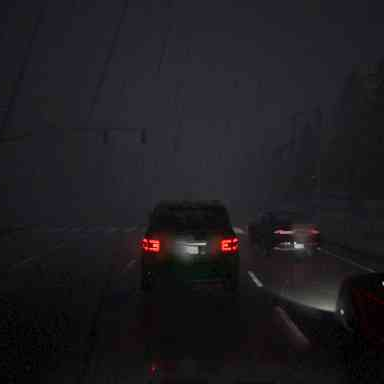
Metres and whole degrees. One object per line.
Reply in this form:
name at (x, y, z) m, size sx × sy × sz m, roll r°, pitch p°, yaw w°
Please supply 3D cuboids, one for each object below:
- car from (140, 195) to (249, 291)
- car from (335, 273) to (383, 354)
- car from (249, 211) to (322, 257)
car at (-0.075, 1.221, 9.131) m, size 2.150 × 2.045 × 5.566 m, roll 0°, pitch 0°, yaw -1°
car at (3.436, 1.564, 3.971) m, size 1.994 × 1.385 × 4.181 m, roll 0°, pitch 0°, yaw -1°
car at (3.367, 1.492, 12.879) m, size 2.128 × 1.511 × 4.902 m, roll 0°, pitch 0°, yaw 0°
